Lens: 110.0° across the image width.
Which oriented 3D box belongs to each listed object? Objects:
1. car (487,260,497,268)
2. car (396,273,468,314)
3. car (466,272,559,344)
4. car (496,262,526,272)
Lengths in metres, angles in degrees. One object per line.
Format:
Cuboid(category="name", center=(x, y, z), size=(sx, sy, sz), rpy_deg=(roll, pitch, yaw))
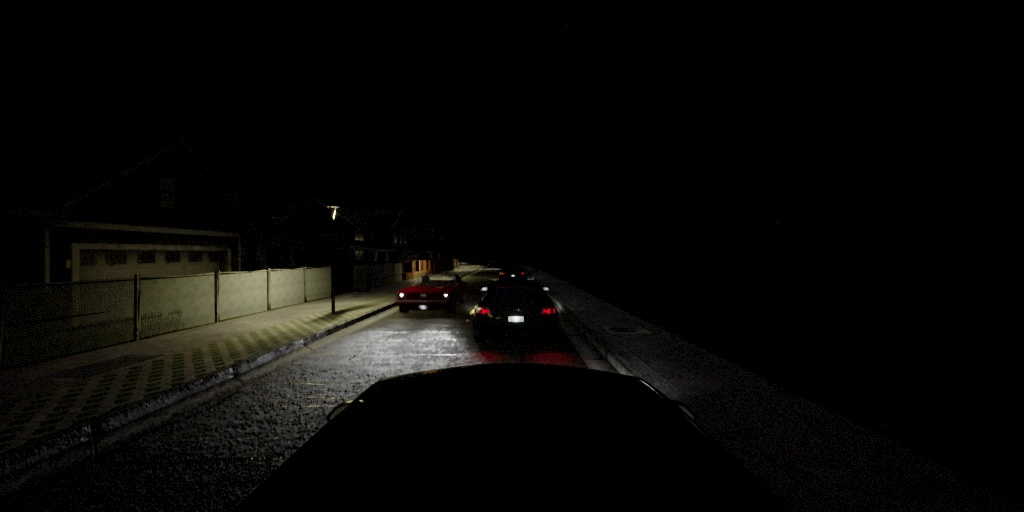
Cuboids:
Cuboid(category="car", center=(-3.166, 1.304, 59.109), size=(2.033, 1.411, 5.357), rpy_deg=(0, 0, -4))
Cuboid(category="car", center=(-2.868, 1.349, 13.801), size=(1.895, 1.301, 4.718), rpy_deg=(0, 0, 0))
Cuboid(category="car", center=(0.088, 1.313, 9.644), size=(1.994, 1.385, 4.181), rpy_deg=(0, 0, 0))
Cuboid(category="car", center=(0.068, 1.310, 26.288), size=(1.994, 1.385, 4.181), rpy_deg=(0, 0, 0))
